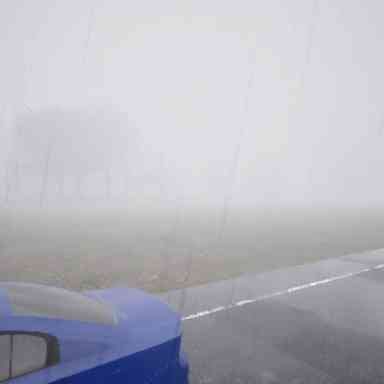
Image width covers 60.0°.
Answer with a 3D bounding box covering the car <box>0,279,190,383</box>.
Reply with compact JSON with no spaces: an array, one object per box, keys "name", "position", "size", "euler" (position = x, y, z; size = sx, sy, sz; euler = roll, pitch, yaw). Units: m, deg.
[{"name":"car","position":[-2.355,1.477,2.192],"size":[5.008,1.535,1.882],"euler":[0,0,-35]}]
